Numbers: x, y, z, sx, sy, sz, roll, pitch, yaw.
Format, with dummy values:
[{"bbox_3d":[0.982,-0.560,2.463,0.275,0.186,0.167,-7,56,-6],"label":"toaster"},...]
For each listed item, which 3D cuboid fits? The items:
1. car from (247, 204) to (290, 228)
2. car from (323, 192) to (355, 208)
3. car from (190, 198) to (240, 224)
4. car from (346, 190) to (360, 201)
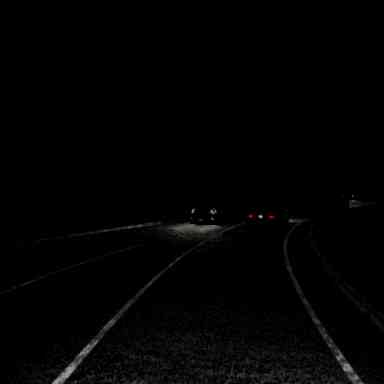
[{"bbox_3d":[5.027,1.455,21.558,2.033,1.411,5.357,0,0,25],"label":"car"},{"bbox_3d":[16.986,1.088,39.014,2.128,1.511,4.902,-1,1,40],"label":"car"},{"bbox_3d":[1.754,1.269,24.087,2.097,1.767,4.553,0,0,32],"label":"car"},{"bbox_3d":[26.894,0.536,56.360,2.097,1.767,4.553,-1,1,39],"label":"car"}]
